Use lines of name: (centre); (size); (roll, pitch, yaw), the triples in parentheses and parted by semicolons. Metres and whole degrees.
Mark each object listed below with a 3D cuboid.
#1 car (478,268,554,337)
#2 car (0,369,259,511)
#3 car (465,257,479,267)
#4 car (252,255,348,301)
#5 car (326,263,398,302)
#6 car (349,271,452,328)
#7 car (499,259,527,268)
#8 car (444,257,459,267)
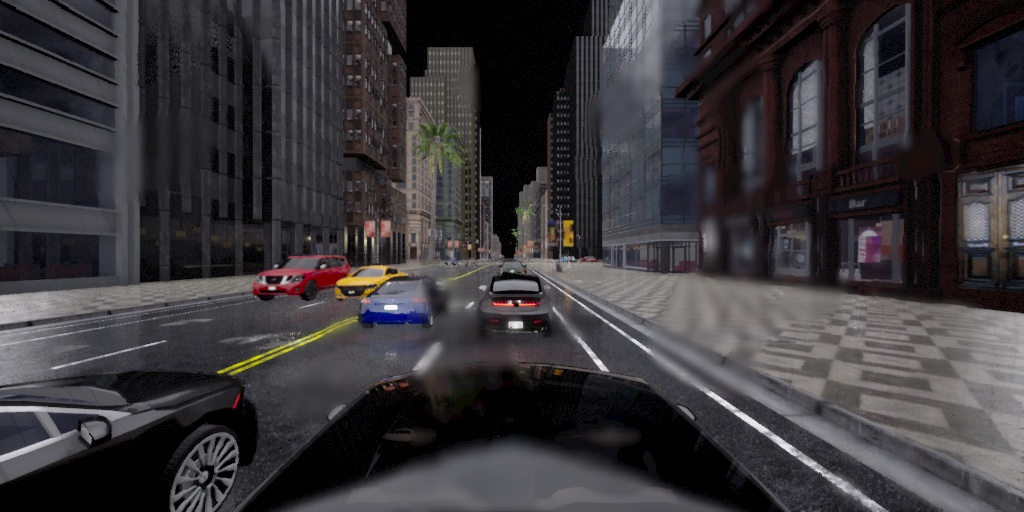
car: (0.091, 1.253, 10.223); (1.837, 1.490, 4.892); (0, 0, 0)
car: (-3.147, 1.241, 1.179); (2.128, 1.511, 4.902); (0, 0, 0)
car: (-6.572, 0.927, 58.419); (1.812, 1.442, 4.674); (0, 0, 0)
car: (-9.869, 0.969, 17.507); (2.150, 2.045, 5.566); (0, 0, 0)
car: (-6.619, 1.225, 17.268); (1.882, 1.535, 5.008); (0, 0, 0)
car: (-3.160, 1.312, 11.348); (1.994, 1.385, 4.181); (0, 0, 0)
car: (0.058, 1.098, 27.674); (2.097, 1.767, 4.553); (0, 0, 1)
car: (-9.822, 0.881, 58.415); (1.882, 1.535, 5.008); (0, 0, 0)
